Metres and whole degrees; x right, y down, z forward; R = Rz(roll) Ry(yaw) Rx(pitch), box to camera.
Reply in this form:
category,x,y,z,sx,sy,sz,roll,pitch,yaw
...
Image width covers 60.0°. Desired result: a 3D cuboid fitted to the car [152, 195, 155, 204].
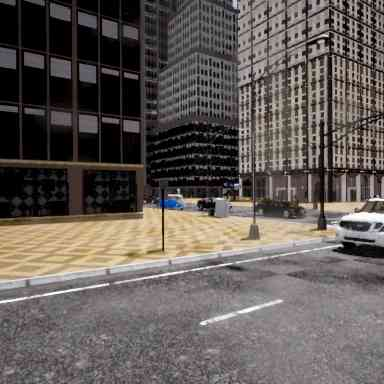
category,x,y,z,sx,sy,sz,roll,pitch,yaw
car,-3.203,1.348,45.431,1.812,1.442,4.674,-1,1,-34

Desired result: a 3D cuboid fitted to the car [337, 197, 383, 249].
category,x,y,z,sx,sy,sz,roll,pitch,yaw
car,8.223,1.215,13.532,5.566,2.045,2.150,0,0,-35

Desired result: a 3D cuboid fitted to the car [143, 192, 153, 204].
category,x,y,z,sx,sy,sz,roll,pitch,yaw
car,-6.396,1.252,55.771,1.837,1.490,4.892,-1,1,-34

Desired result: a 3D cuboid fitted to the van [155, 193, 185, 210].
category,x,y,z,sx,sy,sz,roll,pitch,yaw
van,-2.360,1.211,39.550,1.690,1.788,3.998,0,0,-34

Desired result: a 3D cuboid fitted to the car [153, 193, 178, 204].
category,x,y,z,sx,sy,sz,roll,pitch,yaw
car,-4.721,1.036,58.011,2.192,1.841,5.009,0,0,-34

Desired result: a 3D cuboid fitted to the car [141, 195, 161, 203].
category,x,y,z,sx,sy,sz,roll,pitch,yaw
car,-7.822,1.239,62.602,1.887,1.381,4.507,0,0,-34

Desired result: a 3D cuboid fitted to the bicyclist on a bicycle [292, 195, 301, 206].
category,x,y,z,sx,sy,sz,roll,pitch,yaw
bicyclist on a bicycle,12.028,1.119,38.473,1.656,1.620,0.582,-1,1,-34

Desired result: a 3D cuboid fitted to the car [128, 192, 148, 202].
category,x,y,z,sx,sy,sz,roll,pitch,yaw
car,-10.924,0.982,67.191,2.192,1.841,5.009,0,0,-34

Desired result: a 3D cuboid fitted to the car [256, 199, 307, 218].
category,x,y,z,sx,sy,sz,roll,pitch,yaw
car,7.723,1.420,29.245,1.837,1.490,4.892,-1,1,-34

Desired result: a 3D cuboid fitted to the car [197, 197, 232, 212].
category,x,y,z,sx,sy,sz,roll,pitch,yaw
car,2.448,1.362,37.053,2.128,1.511,4.902,-1,1,-34
